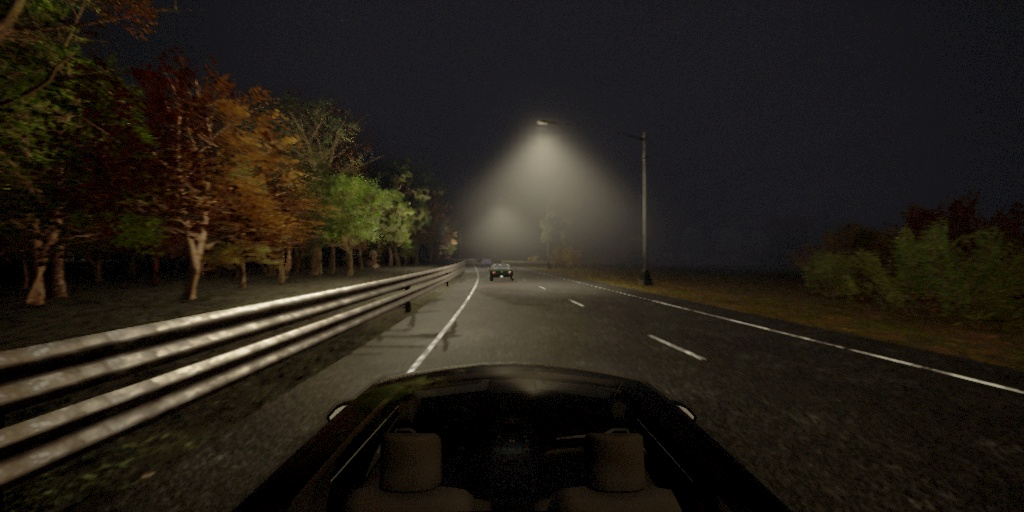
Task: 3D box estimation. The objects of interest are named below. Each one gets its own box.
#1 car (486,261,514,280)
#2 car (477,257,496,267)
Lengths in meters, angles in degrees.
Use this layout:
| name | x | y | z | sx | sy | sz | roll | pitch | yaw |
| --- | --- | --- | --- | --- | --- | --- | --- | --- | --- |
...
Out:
| name | x | y | z | sx | sy | sz | roll | pitch | yaw |
| --- | --- | --- | --- | --- | --- | --- | --- | --- | --- |
| car | -0.973 | 1.313 | 30.101 | 1.895 | 1.301 | 4.718 | 0 | 0 | -5 |
| car | -4.501 | 1.202 | 62.563 | 2.033 | 1.411 | 5.357 | 0 | 0 | -7 |
